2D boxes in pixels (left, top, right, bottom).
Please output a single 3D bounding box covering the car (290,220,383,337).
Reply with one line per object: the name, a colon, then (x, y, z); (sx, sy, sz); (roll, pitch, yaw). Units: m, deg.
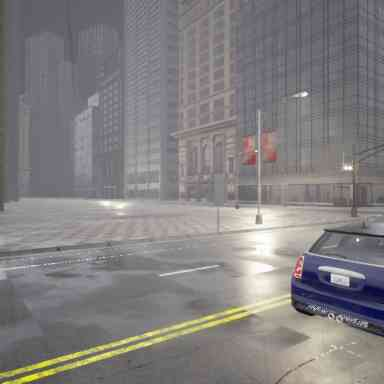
car: (3.974, 1.352, 6.293); (4.553, 1.767, 2.097); (0, 0, -36)
